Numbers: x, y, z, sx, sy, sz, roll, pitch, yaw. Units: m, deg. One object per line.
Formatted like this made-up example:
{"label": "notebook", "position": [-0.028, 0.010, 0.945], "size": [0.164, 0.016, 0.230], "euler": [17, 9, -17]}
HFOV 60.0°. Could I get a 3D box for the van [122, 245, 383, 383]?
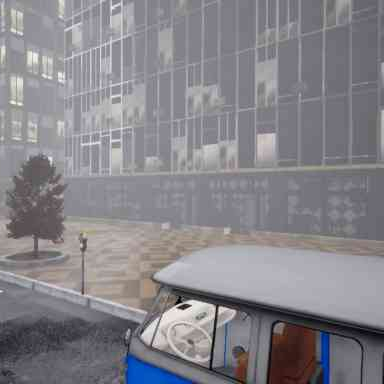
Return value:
{"label": "van", "position": [1.332, 1.341, 1.918], "size": [3.998, 1.788, 1.690], "euler": [0, 0, 35]}
